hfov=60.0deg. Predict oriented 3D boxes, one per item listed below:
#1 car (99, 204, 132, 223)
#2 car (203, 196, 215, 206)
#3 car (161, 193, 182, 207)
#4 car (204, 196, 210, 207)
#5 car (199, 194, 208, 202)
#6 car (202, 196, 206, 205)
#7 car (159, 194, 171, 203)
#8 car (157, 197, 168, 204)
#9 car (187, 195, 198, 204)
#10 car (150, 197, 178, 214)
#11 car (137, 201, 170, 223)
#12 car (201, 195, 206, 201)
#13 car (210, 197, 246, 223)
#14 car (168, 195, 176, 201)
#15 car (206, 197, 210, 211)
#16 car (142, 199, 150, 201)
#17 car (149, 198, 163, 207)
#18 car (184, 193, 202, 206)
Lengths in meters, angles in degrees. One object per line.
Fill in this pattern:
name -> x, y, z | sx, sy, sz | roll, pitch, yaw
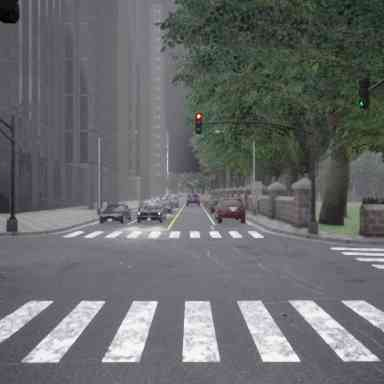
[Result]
car -> -5.696, 1.574, 25.261 | 1.947, 1.339, 4.313 | 0, 0, 0
car -> 2.915, 1.482, 57.987 | 1.967, 1.590, 4.097 | 0, 0, 0
car -> -2.961, 1.382, 47.283 | 2.097, 1.767, 4.553 | 0, 0, 0
car -> 2.872, 1.576, 41.617 | 2.008, 1.369, 4.403 | 0, 0, 0
car -> 2.587, 1.418, 75.874 | 2.097, 1.767, 4.553 | 0, 0, 0
car -> 2.886, 1.581, 47.073 | 2.008, 1.369, 4.403 | 0, 0, 0
car -> -5.581, 1.369, 68.917 | 2.192, 1.841, 5.009 | 0, 0, 0
car -> -5.596, 1.630, 63.460 | 1.802, 1.307, 4.206 | 0, 0, 0
car -> 0.173, 1.402, 65.760 | 2.097, 1.767, 4.553 | 0, 0, 0
car -> -2.999, 1.567, 36.068 | 2.033, 1.411, 5.357 | 0, 0, 1
car -> -3.032, 1.610, 25.701 | 1.895, 1.301, 4.718 | 0, 0, 0
car -> 2.901, 1.476, 52.530 | 1.967, 1.590, 4.097 | 0, 0, 0
car -> 2.829, 1.324, 25.248 | 2.192, 1.841, 5.009 | 0, 0, 0
car -> -5.524, 1.526, 90.745 | 1.967, 1.590, 4.097 | 0, 0, 0
car -> 2.858, 1.585, 36.160 | 1.947, 1.339, 4.313 | 0, 0, 0
car -> -5.653, 1.576, 41.632 | 2.008, 1.369, 4.403 | 0, 0, 0
car -> -5.624, 1.618, 52.546 | 1.802, 1.307, 4.206 | 0, 0, 0
car -> 0.193, 1.261, 55.128 | 2.150, 2.045, 5.566 | 0, 0, 1
